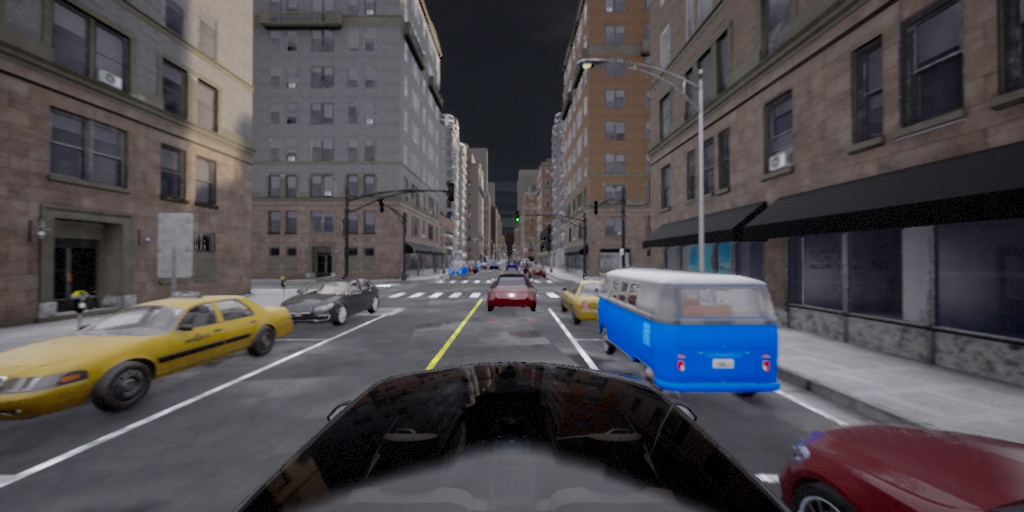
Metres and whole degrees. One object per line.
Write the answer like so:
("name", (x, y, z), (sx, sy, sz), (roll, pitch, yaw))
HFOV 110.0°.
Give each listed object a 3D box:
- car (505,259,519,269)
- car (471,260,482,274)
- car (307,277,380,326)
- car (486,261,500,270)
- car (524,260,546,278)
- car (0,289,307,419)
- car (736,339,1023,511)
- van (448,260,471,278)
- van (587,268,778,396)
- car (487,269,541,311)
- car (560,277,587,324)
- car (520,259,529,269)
("car", (-0.014, 1.579, 65.449), (2.150, 2.045, 5.566), (0, 0, 0))
("car", (-5.874, 1.538, 50.384), (2.192, 1.841, 5.009), (0, 0, 0))
("car", (-5.861, 1.402, 12.017), (2.007, 1.370, 4.403), (0, 0, 0))
("car", (-3.057, 1.940, 63.594), (1.895, 1.301, 4.718), (0, 0, 1))
("car", (2.655, 1.558, 39.232), (1.967, 1.591, 4.097), (0, 0, 0))
("car", (-5.859, 1.322, 6.180), (1.751, 1.417, 4.829), (0, 0, 0))
("car", (2.668, 1.322, 0.699), (1.802, 1.307, 4.207), (0, 0, 0))
("van", (-5.870, 1.459, 39.212), (1.690, 1.789, 3.998), (0, 0, 0))
("van", (2.666, 1.137, 6.369), (1.690, 1.789, 3.998), (0, 0, 0))
("car", (0.011, 1.449, 15.373), (1.994, 1.385, 4.181), (0, 0, 1))
("car", (2.664, 1.377, 12.208), (1.751, 1.417, 4.829), (0, 0, 0))
("car", (2.651, 1.538, 50.403), (2.192, 1.841, 5.009), (0, 0, 0))
